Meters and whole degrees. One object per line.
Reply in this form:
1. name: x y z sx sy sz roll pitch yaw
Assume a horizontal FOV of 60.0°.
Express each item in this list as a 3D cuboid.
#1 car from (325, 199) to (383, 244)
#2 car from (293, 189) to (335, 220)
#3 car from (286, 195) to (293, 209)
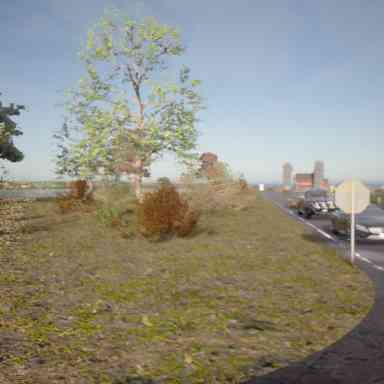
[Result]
1. car: 7.159 1.241 13.969 1.812 1.442 4.674 0 1 10
2. car: 8.903 0.792 23.768 2.150 2.045 5.566 0 1 10
3. car: 10.666 0.987 33.672 1.994 1.385 4.181 0 1 10
